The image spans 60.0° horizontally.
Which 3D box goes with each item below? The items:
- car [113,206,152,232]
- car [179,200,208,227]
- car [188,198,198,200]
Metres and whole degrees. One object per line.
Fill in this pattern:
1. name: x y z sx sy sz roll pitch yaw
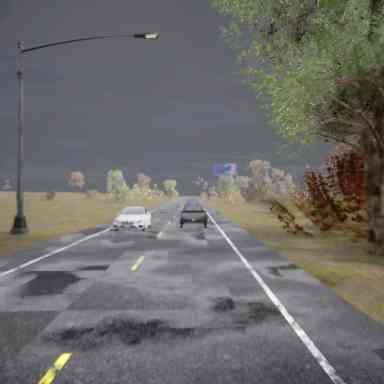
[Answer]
1. car: -3.591 1.620 20.824 1.812 1.442 4.674 0 0 0
2. car: 0.108 1.599 23.583 2.128 1.511 4.902 0 0 0
3. car: 0.113 1.545 41.879 2.097 1.767 4.553 0 0 0
